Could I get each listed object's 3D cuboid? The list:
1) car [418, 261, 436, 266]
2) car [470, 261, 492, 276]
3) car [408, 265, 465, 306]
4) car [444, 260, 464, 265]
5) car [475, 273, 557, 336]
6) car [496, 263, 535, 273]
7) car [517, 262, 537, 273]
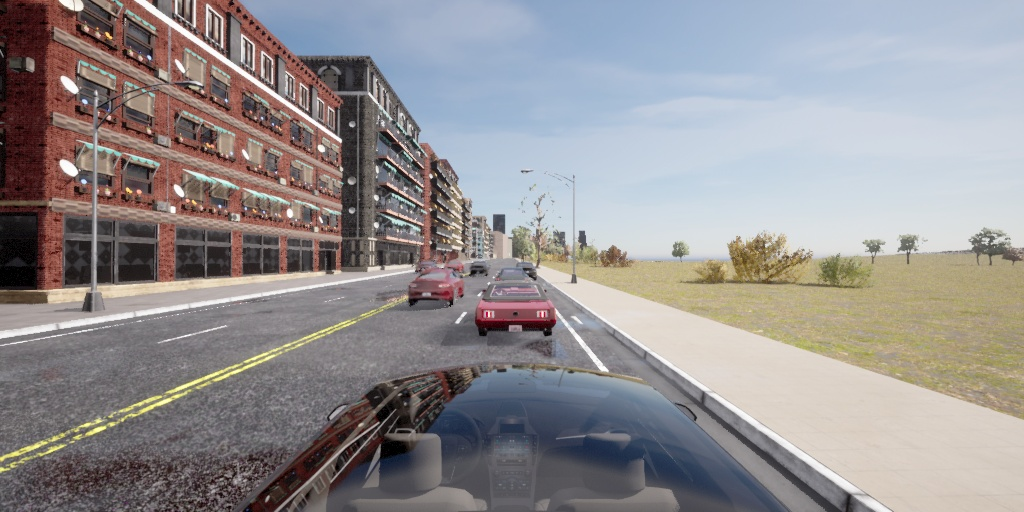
[{"bbox_3d":[-9.954,1.317,42.082,1.994,1.385,4.181,0,0,0],"label":"car"},{"bbox_3d":[-3.240,1.261,36.814,1.837,1.490,4.892,0,1,0],"label":"car"},{"bbox_3d":[-3.187,1.278,15.653,1.812,1.442,4.674,0,0,0],"label":"car"},{"bbox_3d":[-6.703,1.231,41.594,1.882,1.535,5.008,0,0,0],"label":"car"},{"bbox_3d":[0.079,1.352,10.335,1.895,1.301,4.718,0,0,0],"label":"car"},{"bbox_3d":[0.044,1.317,20.365,1.994,1.385,4.181,0,0,0],"label":"car"},{"bbox_3d":[1.064,1.259,30.359,1.837,1.490,4.892,0,0,0],"label":"car"}]
